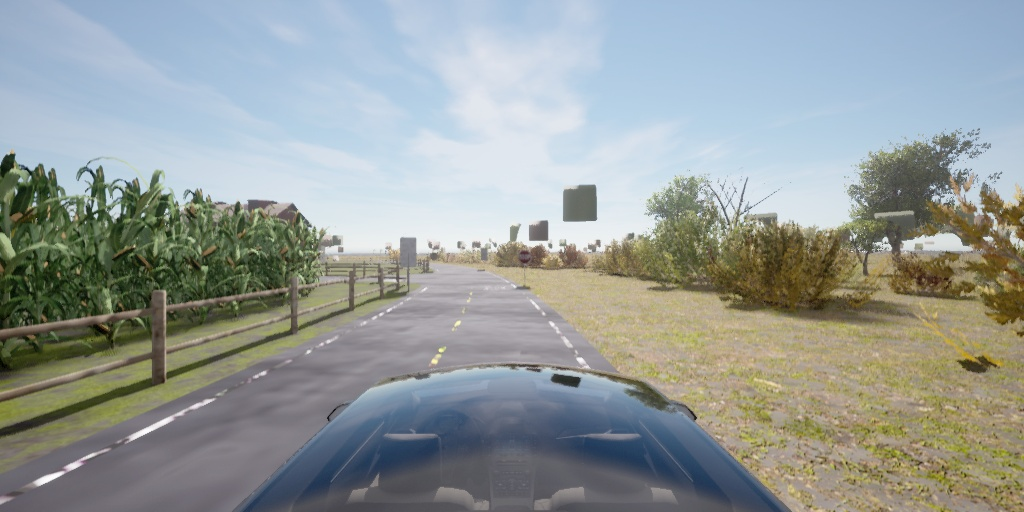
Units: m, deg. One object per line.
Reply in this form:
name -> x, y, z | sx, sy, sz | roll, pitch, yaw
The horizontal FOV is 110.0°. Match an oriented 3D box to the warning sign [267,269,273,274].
warning sign -> -23.490, 0.850, 35.118 | 1.060, 1.860, 1.300 | 0, 0, -4
